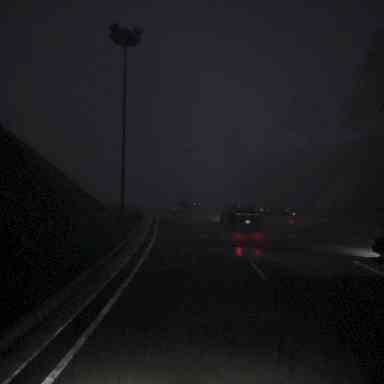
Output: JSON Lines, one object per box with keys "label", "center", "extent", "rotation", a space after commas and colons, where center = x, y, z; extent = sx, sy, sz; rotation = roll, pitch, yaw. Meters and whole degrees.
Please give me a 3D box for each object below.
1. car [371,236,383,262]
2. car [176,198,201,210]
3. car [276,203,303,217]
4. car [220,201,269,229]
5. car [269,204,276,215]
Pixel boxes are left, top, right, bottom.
{"label": "car", "center": [7.203, 1.658, 9.146], "extent": [2.033, 1.411, 5.357], "rotation": [1, 0, 0]}
{"label": "car", "center": [-0.461, 1.428, 40.751], "extent": [2.033, 1.411, 5.357], "rotation": [1, 0, -18]}
{"label": "car", "center": [8.822, 1.679, 32.194], "extent": [1.895, 1.301, 4.718], "rotation": [1, 0, -9]}
{"label": "car", "center": [3.049, 1.492, 21.626], "extent": [2.128, 1.511, 4.902], "rotation": [1, 0, -4]}
{"label": "car", "center": [5.537, 1.568, 30.864], "extent": [2.033, 1.411, 5.357], "rotation": [1, 0, -9]}
